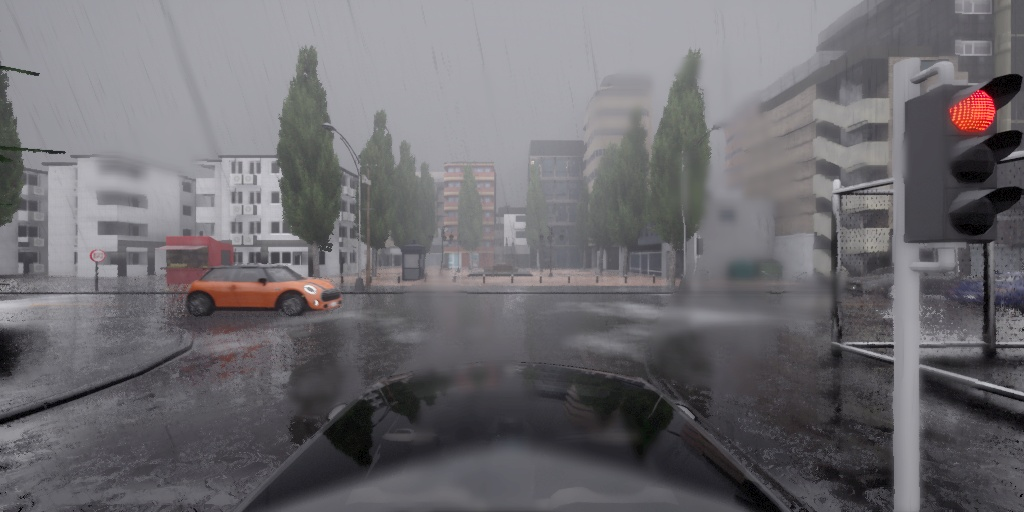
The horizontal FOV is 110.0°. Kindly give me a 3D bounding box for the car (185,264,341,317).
[{"bbox_3d":[-8.537,1.101,12.623,4.553,1.767,2.097,0,0,0],"label":"car"}]

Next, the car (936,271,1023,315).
[{"bbox_3d":[18.463,1.276,12.667,4.674,1.442,1.812,0,0,0],"label":"car"}]

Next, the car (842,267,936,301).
[{"bbox_3d":[18.435,1.255,16.850,4.892,1.490,1.837,0,0,0],"label":"car"}]
